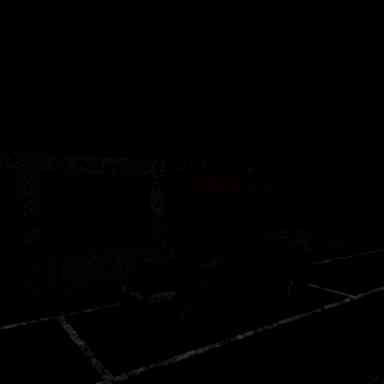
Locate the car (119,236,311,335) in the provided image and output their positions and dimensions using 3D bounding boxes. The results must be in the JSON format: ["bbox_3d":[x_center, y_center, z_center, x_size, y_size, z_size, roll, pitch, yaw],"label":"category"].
[{"bbox_3d":[0.650,1.584,6.638,4.206,1.307,1.802,0,0,-35],"label":"car"}]
